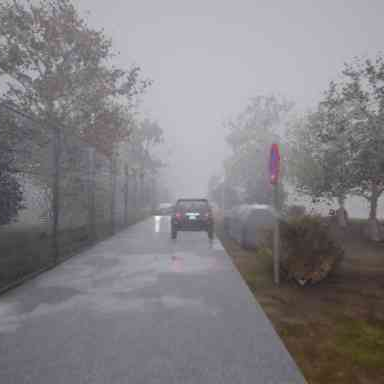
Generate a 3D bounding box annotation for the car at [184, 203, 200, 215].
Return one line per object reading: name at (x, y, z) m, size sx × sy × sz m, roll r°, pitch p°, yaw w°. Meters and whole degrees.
car at (-0.054, 2.094, 41.951) m, size 1.895 × 1.301 × 4.718 m, roll 0°, pitch -1°, yaw 0°

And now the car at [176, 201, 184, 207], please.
car at (-2.851, 2.887, 79.358) m, size 1.895 × 1.301 × 4.718 m, roll 0°, pitch -2°, yaw 0°

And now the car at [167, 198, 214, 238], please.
car at (0.012, 1.330, 18.494) m, size 2.150 × 2.045 × 5.566 m, roll 0°, pitch -1°, yaw 0°

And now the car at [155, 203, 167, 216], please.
car at (-2.993, 1.931, 37.759) m, size 1.812 × 1.442 × 4.674 m, roll 0°, pitch -1°, yaw 0°
